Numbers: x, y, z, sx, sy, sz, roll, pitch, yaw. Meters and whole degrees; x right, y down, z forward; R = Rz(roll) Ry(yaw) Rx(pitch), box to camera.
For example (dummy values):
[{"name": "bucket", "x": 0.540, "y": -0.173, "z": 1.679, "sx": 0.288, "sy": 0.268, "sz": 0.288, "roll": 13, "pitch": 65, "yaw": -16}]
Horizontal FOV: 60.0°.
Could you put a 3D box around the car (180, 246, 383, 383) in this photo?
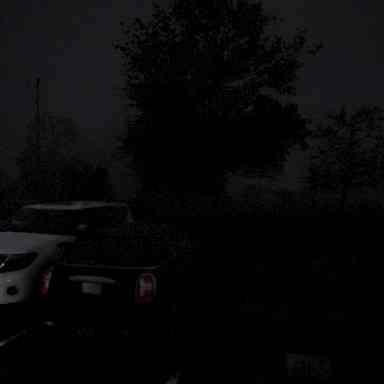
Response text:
[{"name": "car", "x": 1.583, "y": 1.532, "z": 5.029, "sx": 2.163, "sy": 1.488, "sz": 4.792, "roll": 0, "pitch": -1, "yaw": 15}]

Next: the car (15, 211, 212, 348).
[{"name": "car", "x": -0.856, "y": 1.392, "z": 6.691, "sx": 2.185, "sy": 1.767, "sz": 4.553, "roll": 0, "pitch": -1, "yaw": 15}]

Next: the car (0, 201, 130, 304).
[{"name": "car", "x": -3.285, "y": 1.272, "z": 8.400, "sx": 2.435, "sy": 2.045, "sz": 5.566, "roll": 1, "pitch": -1, "yaw": 15}]
